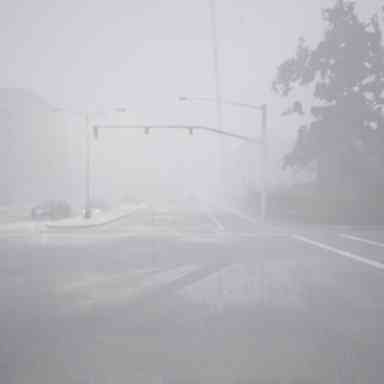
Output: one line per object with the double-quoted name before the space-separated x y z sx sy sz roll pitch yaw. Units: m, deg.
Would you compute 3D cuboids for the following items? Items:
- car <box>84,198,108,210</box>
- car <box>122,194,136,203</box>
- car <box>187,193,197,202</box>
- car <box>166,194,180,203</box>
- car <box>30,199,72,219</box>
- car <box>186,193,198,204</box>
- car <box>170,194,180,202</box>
"car" -11.576 1.375 40.178 1.994 1.385 4.181 0 1 0
"car" -11.493 1.224 60.700 1.837 1.490 4.892 0 0 0
"car" 0.013 1.011 68.855 2.097 1.767 4.553 0 0 0
"car" -3.489 1.252 58.887 1.812 1.442 4.674 0 0 0
"car" -11.587 1.363 27.643 2.128 1.511 4.902 0 0 0
"car" 0.011 1.233 58.469 1.837 1.490 4.892 0 0 0
"car" -3.487 1.134 68.886 1.882 1.535 5.008 0 0 0
